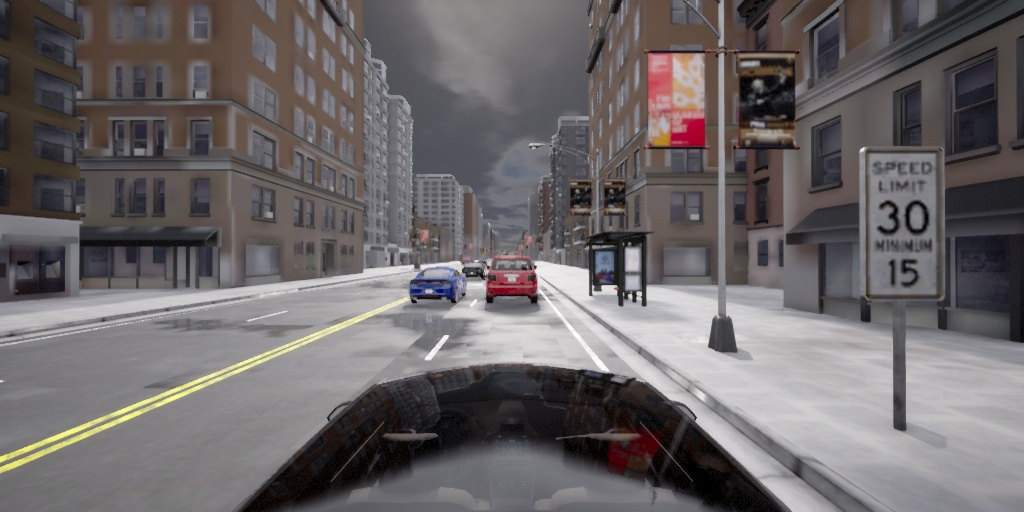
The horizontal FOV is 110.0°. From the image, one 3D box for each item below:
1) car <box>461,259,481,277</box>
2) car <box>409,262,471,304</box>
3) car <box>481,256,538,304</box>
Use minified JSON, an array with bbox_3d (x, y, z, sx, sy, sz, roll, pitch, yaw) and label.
[{"bbox_3d":[-3.250,1.243,31.500,1.882,1.535,5.008,0,0,0],"label":"car"},{"bbox_3d":[-3.249,1.237,16.500,1.882,1.535,5.008,0,0,0],"label":"car"},{"bbox_3d":[0.001,1.010,16.530,2.150,2.045,5.566,0,0,0],"label":"car"}]
